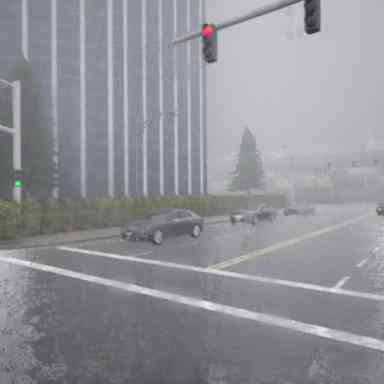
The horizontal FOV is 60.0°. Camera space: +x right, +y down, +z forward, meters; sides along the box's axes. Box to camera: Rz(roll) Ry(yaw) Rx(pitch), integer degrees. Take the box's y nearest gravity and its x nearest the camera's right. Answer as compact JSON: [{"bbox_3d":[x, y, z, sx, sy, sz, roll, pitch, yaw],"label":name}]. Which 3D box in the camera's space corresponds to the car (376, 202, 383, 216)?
[{"bbox_3d":[18.934,1.619,31.773,1.895,1.301,4.718,-1,0,36],"label":"car"}]

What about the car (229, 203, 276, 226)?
[{"bbox_3d":[4.517,1.584,24.327,2.128,1.511,4.902,-1,0,36],"label":"car"}]

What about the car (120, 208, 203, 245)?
[{"bbox_3d":[-1.327,1.601,16.395,1.837,1.490,4.892,-1,0,36],"label":"car"}]

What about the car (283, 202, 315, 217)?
[{"bbox_3d":[10.431,1.652,32.331,1.994,1.385,4.181,-1,0,36],"label":"car"}]
